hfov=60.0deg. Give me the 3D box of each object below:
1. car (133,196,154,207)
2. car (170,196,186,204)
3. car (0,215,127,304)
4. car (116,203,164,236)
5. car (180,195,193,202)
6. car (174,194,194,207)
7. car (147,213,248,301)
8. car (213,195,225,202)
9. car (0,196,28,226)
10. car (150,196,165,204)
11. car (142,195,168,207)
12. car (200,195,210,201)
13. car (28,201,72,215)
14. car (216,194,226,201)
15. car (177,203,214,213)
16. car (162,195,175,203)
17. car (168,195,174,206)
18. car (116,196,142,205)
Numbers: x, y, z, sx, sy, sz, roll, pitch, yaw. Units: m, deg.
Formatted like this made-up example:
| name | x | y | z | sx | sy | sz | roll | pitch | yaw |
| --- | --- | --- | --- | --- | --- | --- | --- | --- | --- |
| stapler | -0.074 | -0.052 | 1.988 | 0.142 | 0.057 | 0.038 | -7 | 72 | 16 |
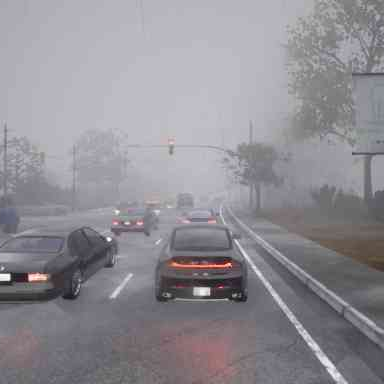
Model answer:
| name | x | y | z | sx | sy | sz | roll | pitch | yaw |
| --- | --- | --- | --- | --- | --- | --- | --- | --- | --- |
| car | -7.679 | 1.491 | 53.280 | 2.128 | 1.511 | 4.902 | 0 | 0 | 6 |
| car | -2.704 | 1.491 | 65.114 | 2.128 | 1.511 | 4.902 | 0 | 0 | 8 |
| car | -3.298 | 1.547 | 8.365 | 2.033 | 1.411 | 5.357 | 0 | 0 | 1 |
| car | -3.015 | 1.547 | 18.432 | 2.033 | 1.411 | 5.357 | 0 | 0 | 2 |
| car | -1.236 | 1.524 | 75.280 | 2.128 | 1.511 | 4.902 | 0 | 0 | 9 |
| car | -0.894 | 1.221 | 45.854 | 2.150 | 2.045 | 5.566 | 0 | 0 | 1 |
| car | 0.214 | 1.505 | 8.283 | 1.837 | 1.490 | 4.892 | 0 | 0 | 1 |
| car | 5.848 | 1.519 | 75.269 | 1.812 | 1.442 | 4.674 | 0 | 0 | 9 |
| car | -10.536 | 1.221 | 16.131 | 2.150 | 2.045 | 5.566 | 0 | 0 | -1 |
| car | -6.493 | 1.526 | 63.159 | 1.812 | 1.442 | 4.674 | 0 | 0 | 8 |
| car | -4.959 | 1.478 | 45.322 | 1.882 | 1.535 | 5.008 | 0 | 0 | 5 |
| car | 3.221 | 1.500 | 80.977 | 1.837 | 1.490 | 4.892 | 0 | 0 | 10 |
| car | -14.884 | 1.601 | 34.036 | 4.718 | 1.301 | 1.895 | 0 | 0 | 2 |
| car | 7.525 | 1.393 | 85.393 | 2.128 | 1.511 | 4.902 | 0 | 0 | 10 |
| car | 0.458 | 1.526 | 17.530 | 1.812 | 1.442 | 4.674 | 0 | 0 | 4 |
| car | -5.060 | 1.500 | 73.368 | 1.837 | 1.490 | 4.892 | 0 | 0 | 8 |
| car | -3.948 | 1.564 | 55.206 | 1.994 | 1.385 | 4.181 | 0 | 0 | 6 |
| car | -8.557 | 1.352 | 44.333 | 2.097 | 1.767 | 4.553 | 0 | 0 | 5 |
